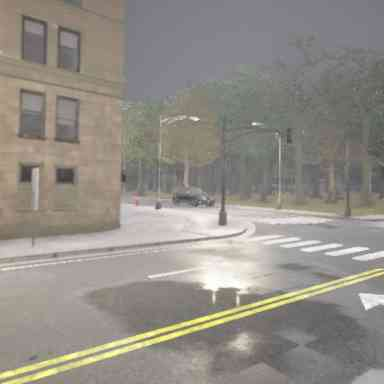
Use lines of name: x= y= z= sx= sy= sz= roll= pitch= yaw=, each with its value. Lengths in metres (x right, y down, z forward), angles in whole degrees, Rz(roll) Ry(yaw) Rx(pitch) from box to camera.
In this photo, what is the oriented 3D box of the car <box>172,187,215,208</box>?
car: x=0.054 y=0.497 z=34.895 sx=2.150 sy=2.045 sz=5.566 roll=2 pitch=1 yaw=-36
